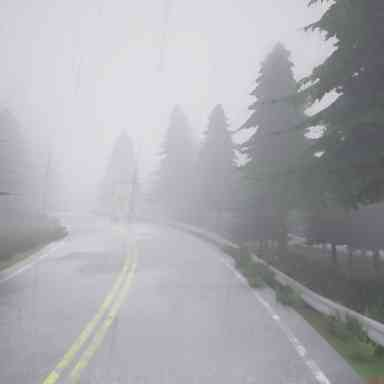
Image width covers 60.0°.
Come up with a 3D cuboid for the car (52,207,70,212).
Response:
[{"bbox_3d":[-22.622,3.261,57.742,1.882,1.535,5.008,0,-7,-4],"label":"car"}]

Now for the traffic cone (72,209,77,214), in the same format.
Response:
[{"bbox_3d":[-13.471,2.275,38.852,0.340,0.580,0.340,4,-3,-33],"label":"traffic cone"}]

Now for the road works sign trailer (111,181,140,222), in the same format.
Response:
[{"bbox_3d":[-6.230,0.846,30.406,2.380,3.560,2.880,3,-1,-33],"label":"road works sign trailer"}]

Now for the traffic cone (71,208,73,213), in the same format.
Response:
[{"bbox_3d":[-14.573,2.296,40.524,0.340,0.580,0.340,3,-3,-33],"label":"traffic cone"}]

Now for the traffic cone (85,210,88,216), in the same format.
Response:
[{"bbox_3d":[-11.273,2.271,35.508,0.340,0.580,0.340,4,-2,-33],"label":"traffic cone"}]

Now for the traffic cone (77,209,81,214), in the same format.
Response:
[{"bbox_3d":[-12.369,2.269,37.177,0.340,0.580,0.340,4,-2,-33],"label":"traffic cone"}]
